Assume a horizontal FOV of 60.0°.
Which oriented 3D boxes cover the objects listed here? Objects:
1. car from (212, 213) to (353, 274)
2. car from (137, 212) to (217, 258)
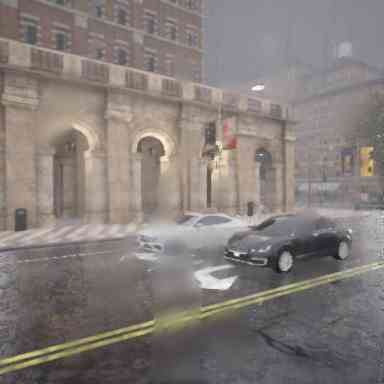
[{"bbox_3d":[3.209,1.469,10.584,4.892,1.490,1.837,0,0,-36],"label":"car"},{"bbox_3d":[0.211,1.494,12.681,4.674,1.442,1.812,0,0,-35],"label":"car"}]
